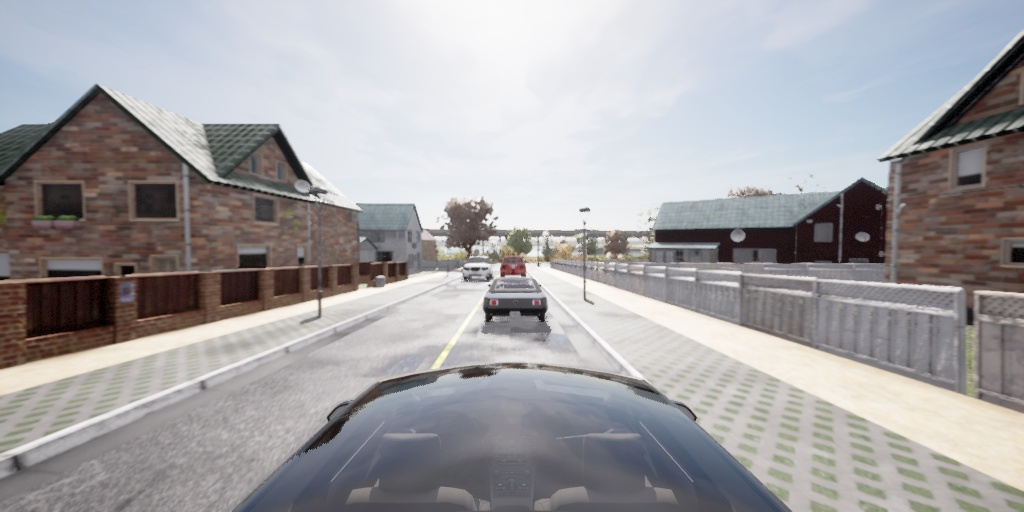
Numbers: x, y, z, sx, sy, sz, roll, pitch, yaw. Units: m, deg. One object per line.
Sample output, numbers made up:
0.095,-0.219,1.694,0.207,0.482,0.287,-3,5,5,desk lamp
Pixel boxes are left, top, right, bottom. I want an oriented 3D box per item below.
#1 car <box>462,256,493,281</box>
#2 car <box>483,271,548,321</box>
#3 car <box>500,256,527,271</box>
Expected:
-2.819,0.990,30.455,2.150,2.045,5.566,0,0,0,car
0.097,1.355,12.410,1.895,1.301,4.718,0,0,0,car
0.097,0.989,31.430,2.150,2.045,5.566,0,0,0,car
